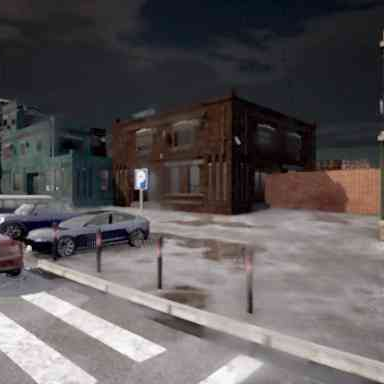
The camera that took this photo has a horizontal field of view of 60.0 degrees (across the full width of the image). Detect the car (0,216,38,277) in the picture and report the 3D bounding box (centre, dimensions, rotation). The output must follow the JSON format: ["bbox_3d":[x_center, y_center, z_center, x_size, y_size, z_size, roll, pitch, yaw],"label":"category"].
[{"bbox_3d":[-6.158,1.478,8.930,4.674,1.442,1.812,1,0,42],"label":"car"}]

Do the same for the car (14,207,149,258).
[{"bbox_3d":[-3.843,1.483,12.906,2.163,1.488,4.792,0,0,43],"label":"car"}]

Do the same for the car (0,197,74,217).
[{"bbox_3d":[-7.796,1.291,16.635,2.185,1.767,4.553,1,0,43],"label":"car"}]

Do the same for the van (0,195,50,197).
[{"bbox_3d":[-10.034,1.165,18.497,1.878,1.987,4.442,1,0,43],"label":"van"}]
